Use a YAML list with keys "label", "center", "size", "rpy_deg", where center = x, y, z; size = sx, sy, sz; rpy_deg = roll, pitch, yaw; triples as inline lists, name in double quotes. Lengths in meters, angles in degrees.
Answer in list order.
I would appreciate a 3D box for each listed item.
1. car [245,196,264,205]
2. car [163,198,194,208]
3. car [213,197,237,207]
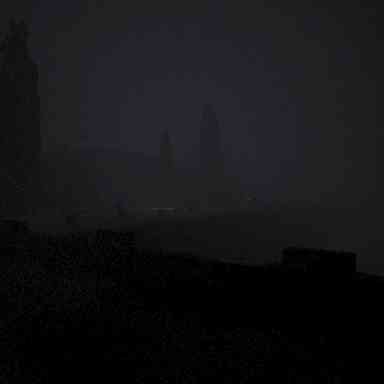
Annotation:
- label: "car"
  center: [10.983, 1.476, 58.447]
  size: [2.128, 1.511, 4.902]
  rpy_deg: [0, 0, 35]
- label: "car"
  center: [-1.776, 1.530, 47.578]
  size: [2.033, 1.411, 5.357]
  rpy_deg: [0, 0, 36]
- label: "car"
  center: [5.000, 1.489, 49.972]
  size: [1.837, 1.490, 4.892]
  rpy_deg: [0, 0, 36]
